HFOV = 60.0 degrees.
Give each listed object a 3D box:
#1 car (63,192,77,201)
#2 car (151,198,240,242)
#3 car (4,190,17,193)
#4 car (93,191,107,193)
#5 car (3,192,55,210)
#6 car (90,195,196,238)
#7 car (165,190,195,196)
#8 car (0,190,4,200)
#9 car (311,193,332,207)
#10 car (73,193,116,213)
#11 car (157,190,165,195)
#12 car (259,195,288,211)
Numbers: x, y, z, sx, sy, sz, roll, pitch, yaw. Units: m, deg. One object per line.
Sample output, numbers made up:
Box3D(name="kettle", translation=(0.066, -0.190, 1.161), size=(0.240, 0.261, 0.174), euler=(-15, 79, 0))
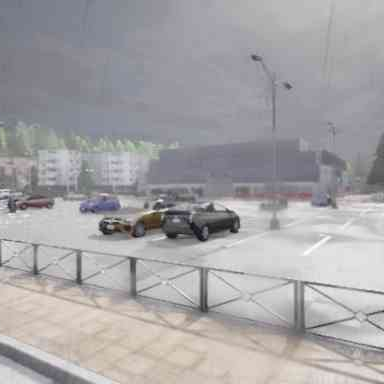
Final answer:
Box3D(name="car", translation=(-20.446, 0.788, 57.944), size=(1.970, 1.475, 3.806), euler=(0, 1, 32))
Box3D(name="car", translation=(0.516, 1.184, 14.761), size=(2.007, 1.523, 4.514), euler=(0, 1, 32))
Box3D(name="car", translation=(-27.295, 0.941, 53.922), size=(2.007, 1.523, 4.514), euler=(0, 1, 32))
Box3D(name="car", translation=(-14.839, 0.702, 54.806), size=(2.152, 1.636, 5.027), euler=(0, 1, 32))
Box3D(name="car", translation=(-16.564, 1.061, 34.529), size=(2.007, 1.523, 4.514), euler=(0, 1, 32))
Box3D(name="car", translation=(-2.169, 1.177, 16.384), size=(2.152, 1.636, 5.027), euler=(0, 1, 32))
Box3D(name="car", translation=(-1.322, 0.633, 46.808), size=(1.932, 1.855, 4.605), euler=(0, 1, 32))
Box3D(name="car", translation=(-26.738, 0.858, 41.751), size=(1.932, 1.855, 4.605), euler=(0, 1, 32))
Box3D(name="car", translation=(14.347, 0.902, 36.816), size=(1.845, 1.501, 3.633), euler=(0, 1, 32))
Box3D(name="car", translation=(-8.123, 1.079, 29.181), size=(1.845, 1.501, 3.633), euler=(0, 1, 32))
Box3D(name="car", translation=(-4.002, 0.619, 48.003), size=(1.905, 1.878, 3.866), euler=(0, 1, 32))
Box3D(name="car", translation=(7.878, 1.004, 32.115), size=(1.970, 1.475, 3.806), euler=(0, 1, 32))
